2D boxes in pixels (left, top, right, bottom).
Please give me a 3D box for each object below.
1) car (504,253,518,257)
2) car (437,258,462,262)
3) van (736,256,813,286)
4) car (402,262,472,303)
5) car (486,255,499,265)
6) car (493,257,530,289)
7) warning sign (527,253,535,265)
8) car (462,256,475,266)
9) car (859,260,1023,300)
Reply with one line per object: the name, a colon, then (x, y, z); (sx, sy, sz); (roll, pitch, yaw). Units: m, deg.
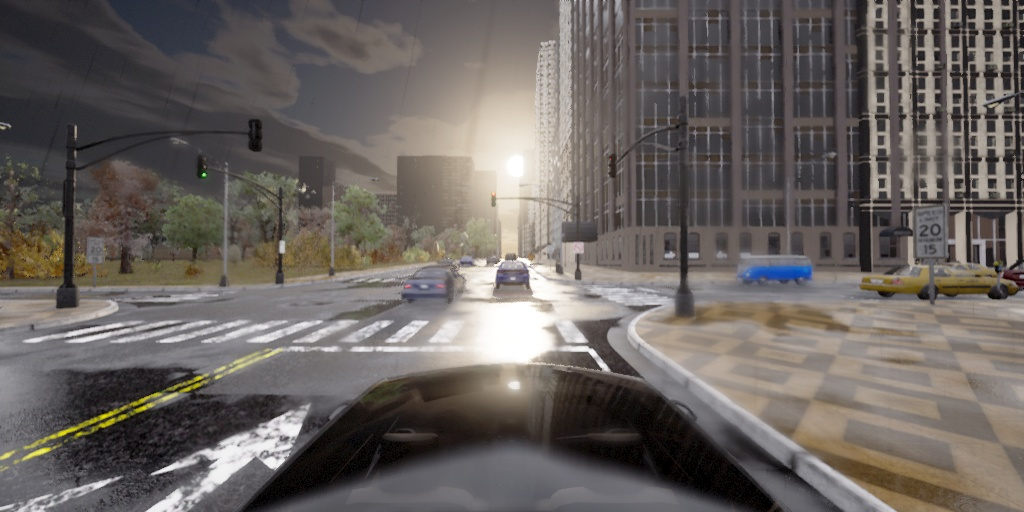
car: (-0.173, 0.432, 62.199); (2.150, 2.045, 5.566); (0, 0, 0)
car: (-6.694, 0.958, 37.186); (1.994, 1.385, 4.181); (0, 1, 0)
van: (15.889, 0.876, 21.781); (3.998, 1.789, 1.690); (0, 0, -1)
car: (-3.194, 1.149, 15.568); (2.033, 1.411, 5.357); (0, 1, 0)
car: (-3.424, 0.700, 62.546); (2.128, 1.511, 4.902); (0, 0, 0)
car: (0.044, 1.022, 21.342); (1.882, 1.535, 5.008); (0, 1, 0)
warning sign: (2.711, 0.401, 50.679); (1.300, 1.860, 1.060); (0, 0, 0)
car: (-6.729, 0.741, 53.994); (1.882, 1.535, 5.008); (0, 1, 0)
car: (16.293, 0.926, 13.762); (4.829, 1.417, 1.751); (0, 0, -1)
